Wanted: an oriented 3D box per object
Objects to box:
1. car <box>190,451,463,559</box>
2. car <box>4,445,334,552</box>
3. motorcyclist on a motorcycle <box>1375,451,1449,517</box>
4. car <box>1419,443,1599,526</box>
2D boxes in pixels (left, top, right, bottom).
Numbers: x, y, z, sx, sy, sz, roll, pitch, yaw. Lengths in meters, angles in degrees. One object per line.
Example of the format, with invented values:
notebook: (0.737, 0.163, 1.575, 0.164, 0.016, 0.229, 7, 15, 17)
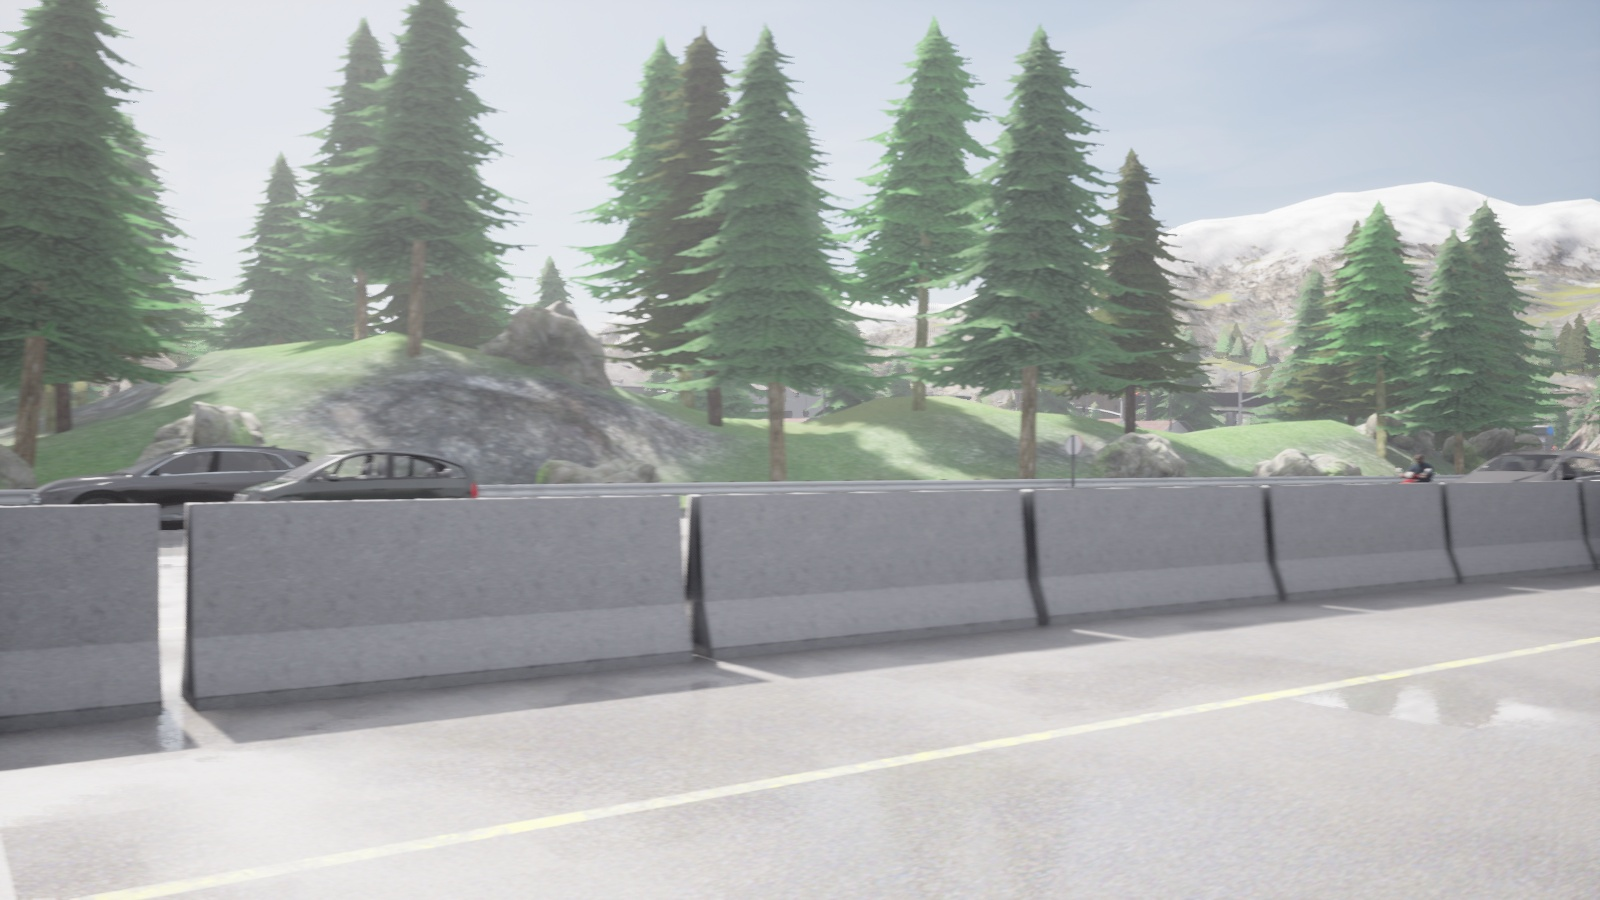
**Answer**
car: (-7.434, 0.800, 19.802, 3.705, 1.549, 1.789, 0, 0, -35)
car: (-10.833, 0.760, 21.702, 4.856, 1.649, 2.033, 0, 0, -35)
motorcyclist on a motorcycle: (15.210, 0.826, 31.215, 1.817, 1.590, 0.866, 0, 0, -35)
car: (15.842, 0.702, 27.398, 4.611, 1.667, 2.242, 0, 0, -35)
